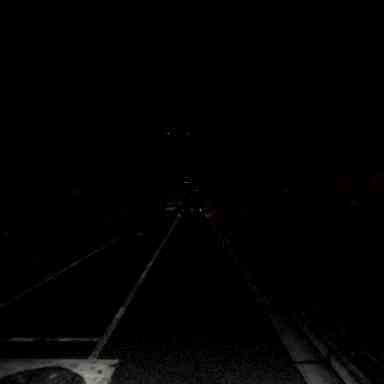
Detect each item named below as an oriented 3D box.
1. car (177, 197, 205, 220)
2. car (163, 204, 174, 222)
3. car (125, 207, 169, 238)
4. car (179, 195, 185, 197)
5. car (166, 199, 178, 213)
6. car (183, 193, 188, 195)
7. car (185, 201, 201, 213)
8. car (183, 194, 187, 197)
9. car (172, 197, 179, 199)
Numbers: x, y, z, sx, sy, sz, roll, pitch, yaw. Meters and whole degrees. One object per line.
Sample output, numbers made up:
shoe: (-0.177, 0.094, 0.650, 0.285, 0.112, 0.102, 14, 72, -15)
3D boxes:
car: (0.086, 1.623, 31.257, 2.097, 1.767, 4.553, 0, 0, 3)
car: (-2.626, 1.813, 24.605, 1.947, 1.339, 4.313, 0, 0, 0)
car: (-2.632, 1.775, 19.064, 1.947, 1.339, 4.313, 0, -1, 0)
car: (-2.602, 1.682, 52.291, 1.967, 1.590, 4.097, 0, 0, 0)
car: (-2.611, 1.848, 41.225, 1.802, 1.307, 4.206, 0, 0, 0)
car: (-2.580, 1.597, 79.976, 1.887, 1.381, 4.507, 1, 1, 0)
car: (0.106, 1.865, 42.308, 1.895, 1.301, 4.718, 0, 0, 0)
car: (-2.589, 1.711, 68.904, 2.008, 1.369, 4.403, 1, 0, 0)
car: (-2.607, 1.820, 46.757, 1.947, 1.339, 4.313, 0, 0, 0)
